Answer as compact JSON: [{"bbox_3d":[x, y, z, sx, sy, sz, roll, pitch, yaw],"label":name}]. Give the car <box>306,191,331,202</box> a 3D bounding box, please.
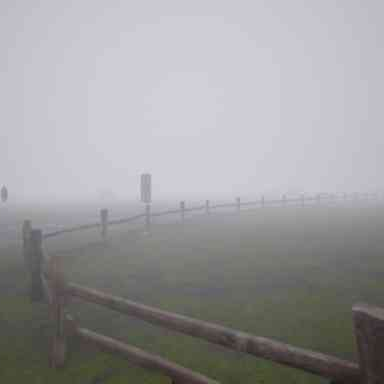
[{"bbox_3d":[18.100,0.634,47.627,5.008,1.535,1.882,-1,1,-43],"label":"car"}]
